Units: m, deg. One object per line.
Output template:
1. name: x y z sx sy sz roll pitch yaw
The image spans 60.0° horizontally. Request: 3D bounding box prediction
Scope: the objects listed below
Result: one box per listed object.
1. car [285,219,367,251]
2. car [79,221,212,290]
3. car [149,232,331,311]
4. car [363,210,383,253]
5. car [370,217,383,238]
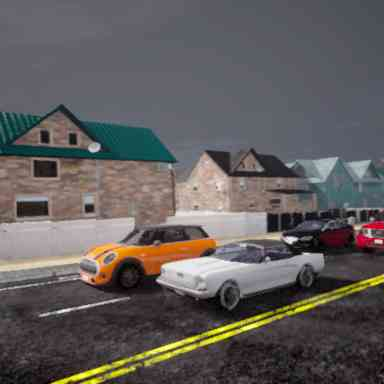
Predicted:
1. car: 6.478 2.135 16.903 4.902 1.511 2.128 1 -3 -38
2. car: -1.259 1.876 10.879 4.553 1.767 2.097 1 -3 -38
3. car: 1.465 1.983 8.867 4.718 1.301 1.895 1 -3 -38
4. car: 9.918 1.733 15.460 5.566 2.045 2.150 1 -3 -37
5. car: 14.491 2.369 23.134 4.718 1.301 1.895 1 -3 -38
